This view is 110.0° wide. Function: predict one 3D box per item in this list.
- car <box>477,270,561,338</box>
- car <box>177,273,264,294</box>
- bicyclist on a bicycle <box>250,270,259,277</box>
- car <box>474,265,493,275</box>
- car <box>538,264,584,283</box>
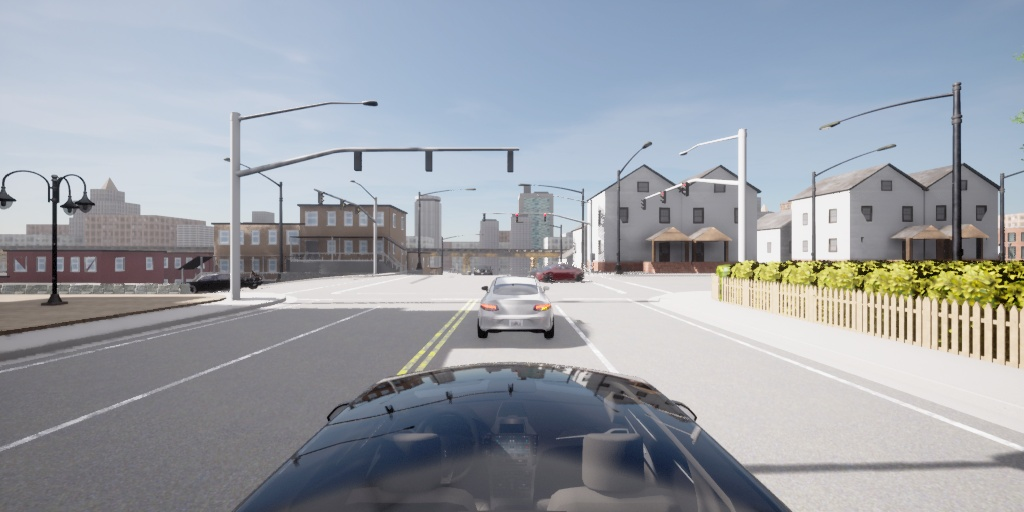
[{"bbox_3d":[0.102,1.276,10.011,1.812,1.442,4.674,0,0,0],"label":"car"},{"bbox_3d":[-19.974,1.845,24.705,4.718,1.301,1.895,-4,0,-1],"label":"car"},{"bbox_3d":[-25.565,2.214,35.591,0.582,1.620,1.656,-8,0,0],"label":"bicyclist on a bicycle"},{"bbox_3d":[-3.516,2.162,45.252,2.150,2.045,5.566,0,-9,0],"label":"car"},{"bbox_3d":[3.360,1.299,27.114,4.181,1.385,1.994,1,0,-22],"label":"car"}]
